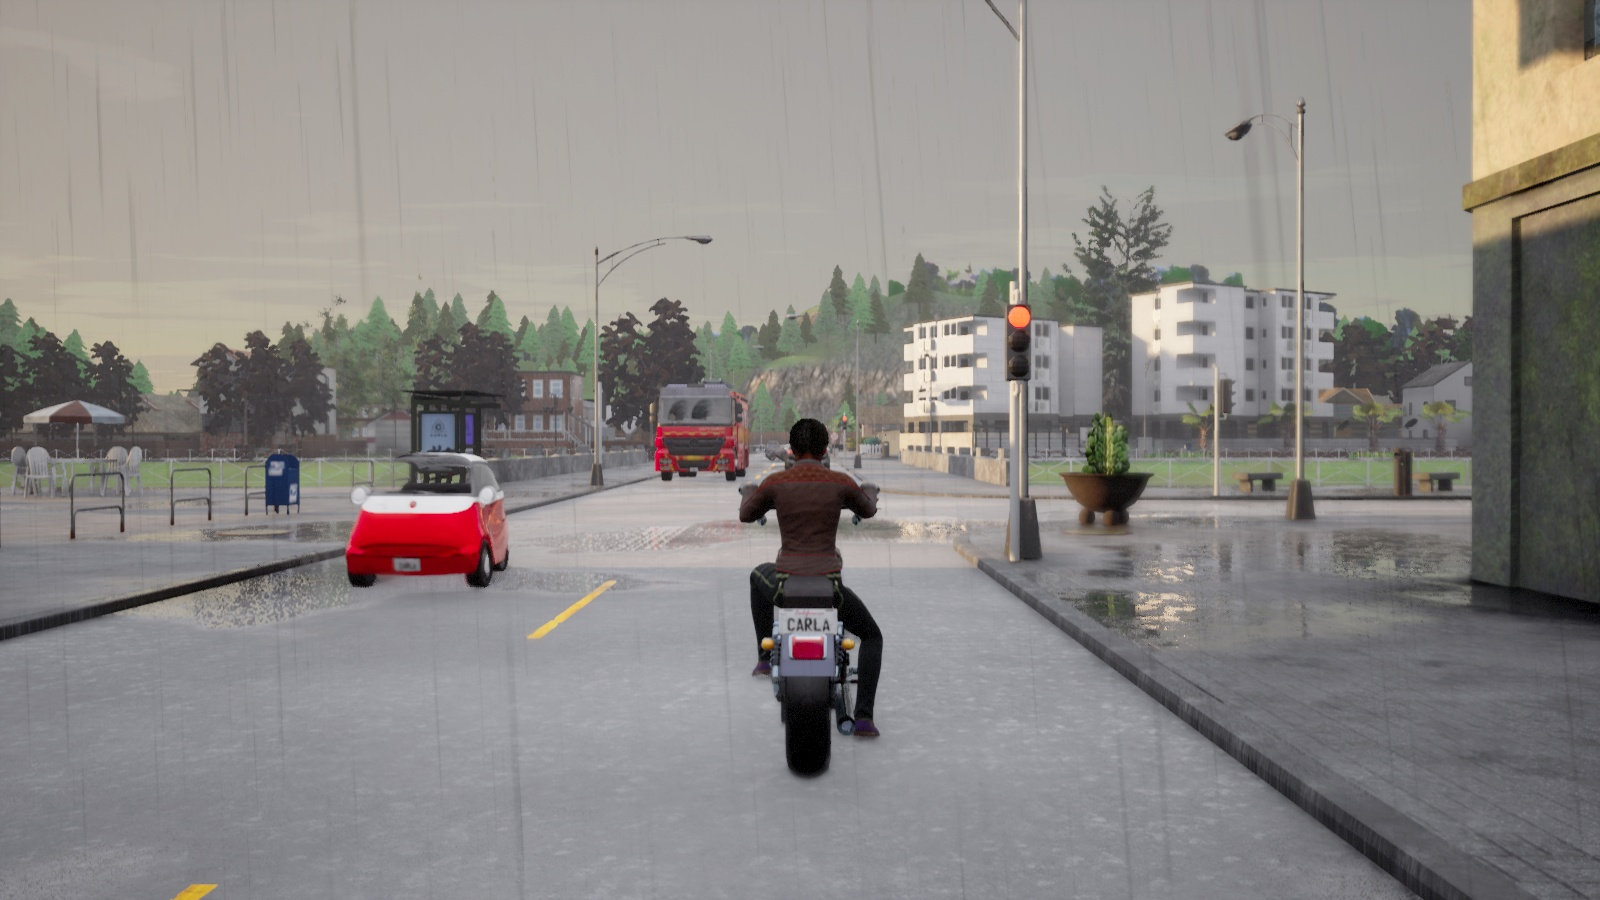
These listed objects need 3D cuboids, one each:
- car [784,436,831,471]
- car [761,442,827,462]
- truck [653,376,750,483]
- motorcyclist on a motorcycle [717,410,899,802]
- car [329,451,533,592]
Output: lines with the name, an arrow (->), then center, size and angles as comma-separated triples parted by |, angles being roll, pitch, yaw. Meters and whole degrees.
car -> 0.351, 0.158, 61.719 | 2.242, 1.667, 4.611 | 0, 0, 0
car -> -0.441, 0.126, 92.223 | 4.674, 1.442, 1.812 | 0, 0, -36
truck -> -3.681, -0.764, 48.916 | 2.891, 3.827, 8.468 | 0, 0, 2
motorcyclist on a motorcycle -> 0.046, 0.651, 6.455 | 0.766, 1.649, 2.350 | 0, 0, 1
car -> -3.854, 0.704, 13.410 | 1.481, 1.376, 2.207 | 0, 0, 2
